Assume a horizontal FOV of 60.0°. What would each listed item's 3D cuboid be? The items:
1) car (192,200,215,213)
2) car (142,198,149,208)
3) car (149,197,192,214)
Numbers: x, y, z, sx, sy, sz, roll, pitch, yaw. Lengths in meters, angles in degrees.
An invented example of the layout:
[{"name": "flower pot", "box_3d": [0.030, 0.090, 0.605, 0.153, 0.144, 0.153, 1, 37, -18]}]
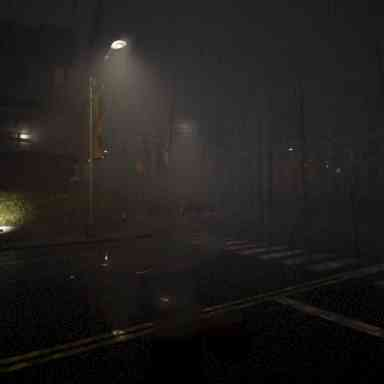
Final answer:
[{"name": "car", "box_3d": [0.711, 1.564, 36.697, 1.994, 1.385, 4.181, 0, 0, -35]}, {"name": "car", "box_3d": [-5.089, 1.491, 45.125, 2.128, 1.511, 4.902, 0, 0, -34]}, {"name": "car", "box_3d": [-2.373, 1.526, 35.002, 1.812, 1.442, 4.674, 0, 0, -35]}]
